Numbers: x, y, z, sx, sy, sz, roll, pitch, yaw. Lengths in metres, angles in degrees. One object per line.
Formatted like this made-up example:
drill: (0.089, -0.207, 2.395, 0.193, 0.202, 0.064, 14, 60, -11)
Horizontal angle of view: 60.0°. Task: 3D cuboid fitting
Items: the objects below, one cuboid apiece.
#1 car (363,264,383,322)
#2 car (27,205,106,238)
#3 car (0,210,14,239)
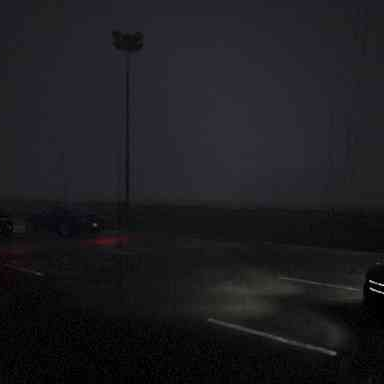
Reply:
car: (5.177, 1.486, 4.599, 5.008, 1.535, 1.882, 1, 0, 36)
car: (-6.646, 1.395, 17.334, 5.008, 1.535, 1.882, 1, 0, 36)
car: (-10.295, 1.399, 15.638, 4.902, 1.511, 2.128, 0, 0, 36)
